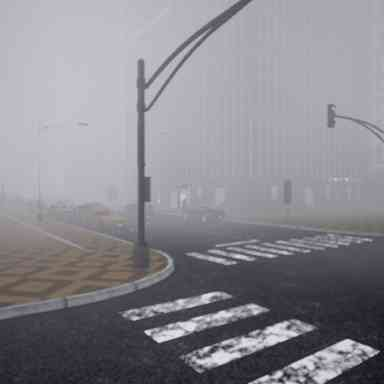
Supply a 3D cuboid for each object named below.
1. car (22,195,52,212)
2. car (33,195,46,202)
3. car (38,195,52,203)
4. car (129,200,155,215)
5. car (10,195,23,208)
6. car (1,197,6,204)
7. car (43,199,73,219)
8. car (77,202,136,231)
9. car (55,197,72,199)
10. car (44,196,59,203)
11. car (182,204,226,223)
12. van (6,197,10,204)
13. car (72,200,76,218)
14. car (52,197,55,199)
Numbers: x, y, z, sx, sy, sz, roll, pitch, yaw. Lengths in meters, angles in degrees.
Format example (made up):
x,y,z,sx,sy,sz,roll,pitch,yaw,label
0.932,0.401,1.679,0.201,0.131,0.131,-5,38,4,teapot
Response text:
x,y,z,sx,sy,sz,roll,pitch,yaw,label
-18.611,1.515,39.925,1.967,1.590,4.097,0,0,-36,car
-34.979,1.502,76.265,1.752,1.417,4.829,0,0,-36,car
-31.641,1.428,71.612,1.967,1.590,4.097,0,0,-36,car
-5.683,1.512,35.523,1.967,1.590,4.097,0,0,-36,car
-25.089,1.494,48.956,1.967,1.590,4.097,0,0,-36,car
-34.805,1.572,62.503,2.008,1.369,4.403,0,0,-36,car
-12.083,1.621,30.723,1.752,1.417,4.829,0,0,-36,car
-5.662,1.642,21.650,1.752,1.417,4.829,0,0,-36,car
-21.924,1.565,58.065,1.887,1.381,4.507,0,0,-36,car
-28.402,1.580,67.096,1.802,1.307,4.206,0,0,-36,car
0.853,1.643,26.532,2.008,1.369,4.403,0,0,-36,car
-28.328,1.384,53.472,1.690,1.788,3.998,0,0,-36,van
-9.152,1.639,31.138,2.033,1.411,5.357,0,0,-36,car
-25.163,1.560,62.581,2.008,1.369,4.403,0,0,-36,car
